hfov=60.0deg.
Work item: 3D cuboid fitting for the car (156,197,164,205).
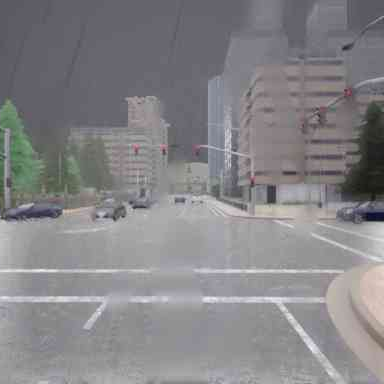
[{"bbox_3d":[-6.119,1.564,59.708,1.994,1.385,4.181,0,0,1],"label":"car"}]

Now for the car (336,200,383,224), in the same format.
[{"bbox_3d":[12.943,1.352,24.092,4.553,1.767,2.097,0,0,1],"label":"car"}]

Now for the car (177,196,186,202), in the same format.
[{"bbox_3d":[-2.382,1.593,76.688,1.895,1.301,4.718,0,0,1],"label":"car"}]

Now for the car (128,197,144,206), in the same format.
[{"bbox_3d":[-9.645,1.601,57.695,1.895,1.301,4.718,0,0,1],"label":"car"}]

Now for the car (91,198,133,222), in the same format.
[{"bbox_3d":[-6.519,1.493,26.587,2.128,1.511,4.902,0,0,2],"label":"car"}]

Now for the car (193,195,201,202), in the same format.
[{"bbox_3d":[1.117,1.521,76.625,1.812,1.442,4.674,0,0,1],"label":"car"}]

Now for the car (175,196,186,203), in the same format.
[{"bbox_3d":[-2.472,1.477,67.289,1.882,1.535,5.008,0,0,1],"label":"car"}]

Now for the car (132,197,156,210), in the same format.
[{"bbox_3d":[-6.310,1.547,42.653,2.033,1.411,5.357,0,0,1],"label":"car"}]

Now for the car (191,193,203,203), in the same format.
[{"bbox_3d":[1.024,1.221,66.939,2.150,2.045,5.566,0,0,1],"label":"car"}]

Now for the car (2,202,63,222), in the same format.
[{"bbox_3d":[-12.562,1.525,26.500,1.812,1.442,4.674,1,0,33],"label":"car"}]

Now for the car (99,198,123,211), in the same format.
[{"bbox_3d":[-9.809,1.526,40.710,1.812,1.442,4.674,0,0,0],"label":"car"}]
